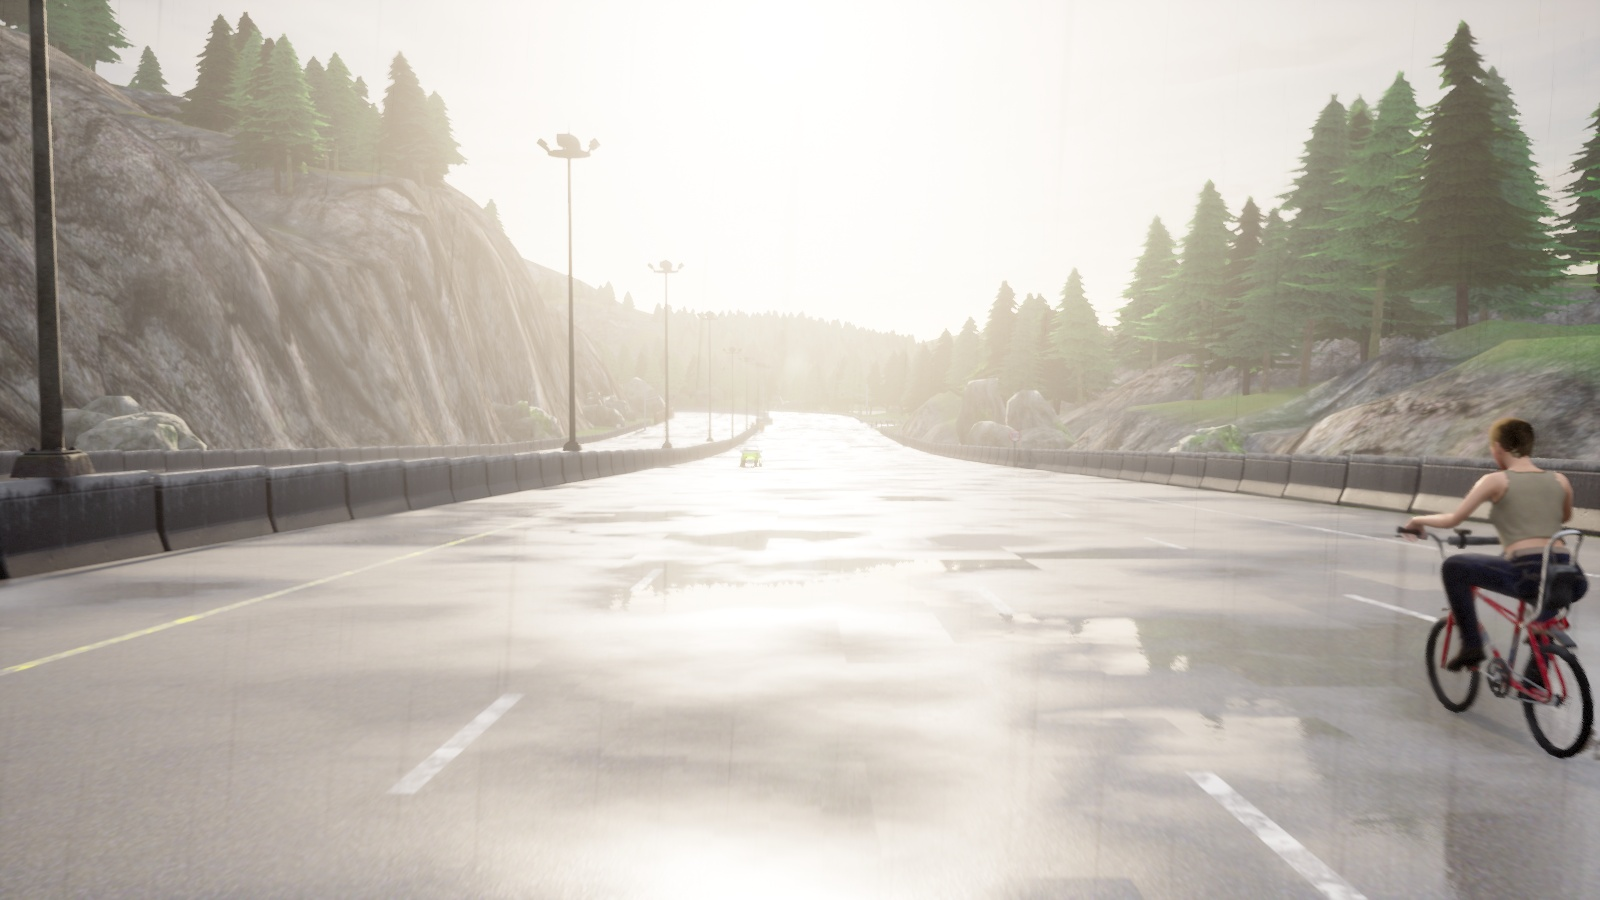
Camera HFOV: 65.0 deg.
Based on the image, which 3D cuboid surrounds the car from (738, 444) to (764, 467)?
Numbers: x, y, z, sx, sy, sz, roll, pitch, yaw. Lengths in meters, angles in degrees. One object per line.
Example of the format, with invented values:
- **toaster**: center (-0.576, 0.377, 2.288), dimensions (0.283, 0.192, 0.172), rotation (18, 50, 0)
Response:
- **car**: center (-3.043, 0.321, 77.954), dimensions (1.481, 1.376, 2.207), rotation (0, 1, 0)

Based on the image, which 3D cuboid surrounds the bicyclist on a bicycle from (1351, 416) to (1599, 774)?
- **bicyclist on a bicycle**: center (3.577, 0.647, 6.410), dimensions (0.866, 1.612, 1.509), rotation (0, 0, 1)
